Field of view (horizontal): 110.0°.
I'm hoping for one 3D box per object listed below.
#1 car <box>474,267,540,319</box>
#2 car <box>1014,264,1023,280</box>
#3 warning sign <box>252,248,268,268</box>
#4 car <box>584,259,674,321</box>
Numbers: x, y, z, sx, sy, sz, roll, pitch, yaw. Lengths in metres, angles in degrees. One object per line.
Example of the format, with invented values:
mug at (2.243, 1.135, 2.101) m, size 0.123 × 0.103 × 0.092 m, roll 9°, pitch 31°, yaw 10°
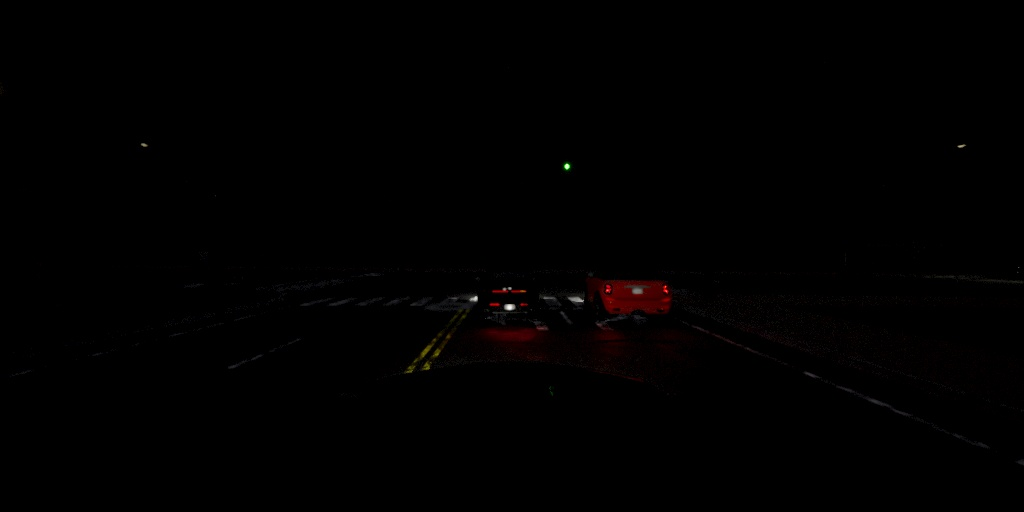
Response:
car at (-0.202, 1.113, 12.191) m, size 1.837 × 1.490 × 4.892 m, roll 0°, pitch 1°, yaw -3°
car at (44.067, 0.978, 28.621) m, size 5.566 × 2.045 × 2.150 m, roll 1°, pitch 1°, yaw 2°
warning sign at (-23.430, 0.170, 33.207) m, size 1.060 × 1.860 × 1.300 m, roll 0°, pitch 0°, yaw 2°
car at (3.676, 0.963, 12.064) m, size 2.097 × 1.767 × 4.553 m, roll 0°, pitch 1°, yaw 5°
